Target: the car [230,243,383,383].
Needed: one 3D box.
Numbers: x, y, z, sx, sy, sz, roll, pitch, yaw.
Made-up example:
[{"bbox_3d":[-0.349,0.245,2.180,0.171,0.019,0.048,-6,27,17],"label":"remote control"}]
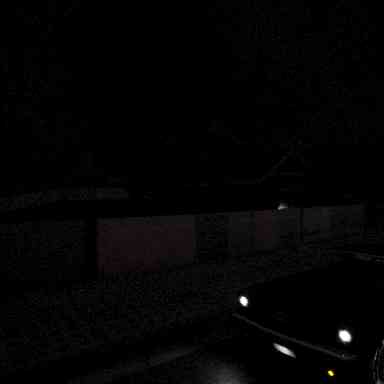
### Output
[{"bbox_3d":[2.850,1.606,5.410,4.718,1.301,1.895,0,0,-38],"label":"car"}]
